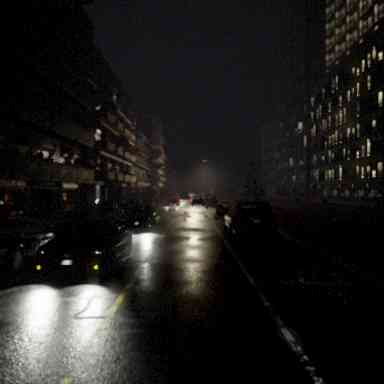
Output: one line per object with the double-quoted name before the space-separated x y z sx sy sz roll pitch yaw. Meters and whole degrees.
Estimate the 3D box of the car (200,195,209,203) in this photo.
"car" 2.703 1.482 71.612 1.752 1.417 4.829 0 0 0

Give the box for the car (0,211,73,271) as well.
"car" -5.692 1.537 10.652 2.008 1.369 4.403 0 0 0

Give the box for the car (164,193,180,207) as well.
"car" -3.062 1.177 52.122 2.150 2.045 5.566 0 0 0

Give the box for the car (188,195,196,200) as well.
"car" 0.023 1.469 86.727 1.895 1.301 4.718 0 0 0

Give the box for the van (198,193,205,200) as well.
"van" 2.708 1.308 93.549 1.690 1.788 3.998 0 0 0

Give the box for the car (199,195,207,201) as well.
"car" 2.706 1.542 82.495 1.802 1.307 4.206 0 0 0

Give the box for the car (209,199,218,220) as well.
"car" 2.692 1.515 27.230 1.887 1.381 4.507 0 0 0

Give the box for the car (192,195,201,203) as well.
"car" 0.904 1.412 68.527 1.801 1.575 5.366 0 0 0

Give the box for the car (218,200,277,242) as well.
"car" 2.688 1.295 16.175 2.192 1.841 5.009 0 0 0

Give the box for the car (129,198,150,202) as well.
"car" -5.687 1.406 32.758 1.967 1.590 4.097 0 0 0

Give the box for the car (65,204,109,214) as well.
"car" -5.691 1.525 16.178 1.887 1.381 4.507 0 0 0

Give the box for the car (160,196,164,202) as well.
"car" -5.682 1.501 49.338 1.887 1.381 4.507 0 0 0

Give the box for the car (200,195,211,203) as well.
"car" 2.701 1.396 65.915 1.967 1.590 4.097 0 0 0

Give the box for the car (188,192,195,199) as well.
"car" 0.777 1.307 62.347 2.097 1.767 4.553 0 0 3

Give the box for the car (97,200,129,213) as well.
"car" -5.690 1.415 21.705 1.967 1.590 4.097 0 0 0

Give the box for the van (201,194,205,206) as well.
"van" 2.697 1.297 49.335 1.690 1.788 3.998 0 0 0

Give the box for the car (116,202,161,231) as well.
"car" -3.045 1.540 20.337 1.994 1.385 4.181 0 0 0

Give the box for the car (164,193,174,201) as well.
"car" -5.676 1.276 82.498 2.192 1.841 5.009 0 0 0

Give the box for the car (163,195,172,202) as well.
"car" -5.676 1.484 76.802 1.752 1.417 4.829 0 0 0

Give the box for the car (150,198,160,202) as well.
"car" -5.684 1.484 43.642 1.752 1.417 4.829 0 0 0

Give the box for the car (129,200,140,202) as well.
"car" -5.688 1.552 27.232 1.802 1.307 4.206 0 0 0

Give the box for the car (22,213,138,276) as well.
"car" -3.085 1.551 10.198 1.994 1.385 4.181 0 0 0

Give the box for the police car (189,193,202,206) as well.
"police car" 0.914 1.381 52.444 1.930 1.638 5.238 0 0 0

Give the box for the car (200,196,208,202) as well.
"car" 2.705 1.540 76.970 1.802 1.307 4.206 0 0 0

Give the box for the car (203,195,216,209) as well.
"car" 2.697 1.483 43.979 1.752 1.417 4.829 0 0 0

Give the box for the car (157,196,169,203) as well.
"car" -5.678 1.500 65.918 1.887 1.381 4.507 0 0 0
